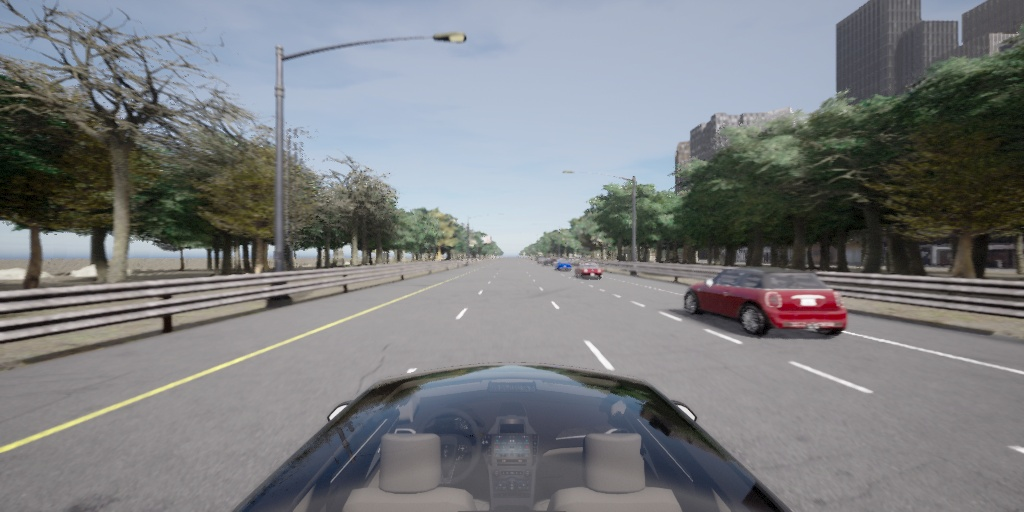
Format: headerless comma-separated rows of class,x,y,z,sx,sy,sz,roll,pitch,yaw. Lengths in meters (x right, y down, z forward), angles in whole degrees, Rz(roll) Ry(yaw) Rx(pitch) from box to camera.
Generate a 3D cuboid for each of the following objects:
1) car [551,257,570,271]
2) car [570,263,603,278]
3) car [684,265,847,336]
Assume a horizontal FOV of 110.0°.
car,7.111,1.240,50.593,1.882,1.535,5.008,0,0,0
car,7.056,1.360,33.620,1.895,1.301,4.718,0,0,0
car,7.004,1.106,10.595,2.097,1.767,4.553,0,0,0
